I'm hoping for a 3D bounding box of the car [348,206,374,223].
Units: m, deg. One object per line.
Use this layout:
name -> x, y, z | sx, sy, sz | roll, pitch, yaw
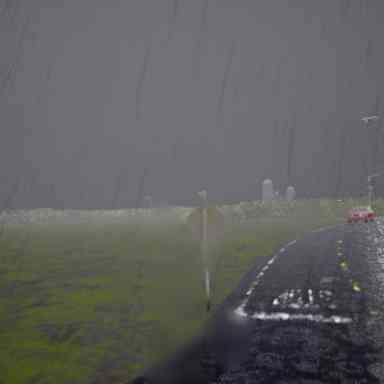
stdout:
car -> 21.624, 2.860, 42.506 | 2.150, 2.045, 5.566 | -5, -4, 38
